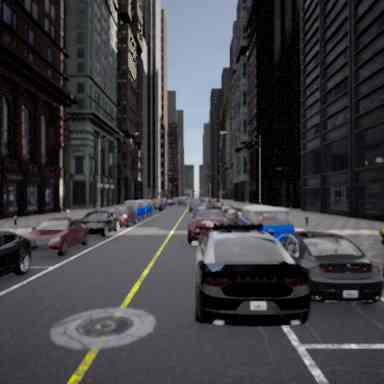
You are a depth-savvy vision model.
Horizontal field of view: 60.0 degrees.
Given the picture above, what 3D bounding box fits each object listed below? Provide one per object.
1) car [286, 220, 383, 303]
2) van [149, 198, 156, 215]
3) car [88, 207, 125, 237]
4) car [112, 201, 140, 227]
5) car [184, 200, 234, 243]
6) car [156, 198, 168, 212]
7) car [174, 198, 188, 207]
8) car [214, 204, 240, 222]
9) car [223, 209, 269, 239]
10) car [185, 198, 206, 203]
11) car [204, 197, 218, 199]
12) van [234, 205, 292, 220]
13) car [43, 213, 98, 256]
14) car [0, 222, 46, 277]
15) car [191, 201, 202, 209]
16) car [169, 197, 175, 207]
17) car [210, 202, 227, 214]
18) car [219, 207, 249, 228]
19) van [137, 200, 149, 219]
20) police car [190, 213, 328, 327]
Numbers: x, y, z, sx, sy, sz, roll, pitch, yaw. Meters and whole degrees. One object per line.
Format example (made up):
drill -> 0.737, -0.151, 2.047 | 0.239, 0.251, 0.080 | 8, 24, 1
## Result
car -> 2.882, 1.628, 8.176 | 2.008, 1.369, 4.403 | 0, -1, 1
van -> -5.297, 1.752, 36.446 | 1.690, 1.788, 3.998 | 0, -1, 1
car -> -5.503, 1.792, 19.536 | 1.947, 1.339, 4.313 | 0, -1, 1
car -> -5.435, 1.727, 25.173 | 1.967, 1.590, 4.097 | 0, -1, 1
car -> 0.910, 1.525, 17.393 | 2.097, 1.767, 4.553 | -1, 0, 3
car -> -5.158, 1.852, 47.717 | 2.192, 1.841, 5.009 | 0, -1, 1
car -> -2.112, 2.391, 70.387 | 1.895, 1.301, 4.718 | 0, -1, 1
car -> 3.160, 1.870, 30.719 | 2.008, 1.369, 4.403 | 0, -1, 1
car -> 3.021, 1.747, 19.448 | 2.008, 1.369, 4.403 | 0, -1, 1
car -> 0.588, 1.978, 44.865 | 2.128, 1.511, 4.902 | 0, -1, 1
car -> 3.436, 1.887, 53.263 | 2.192, 1.841, 5.009 | 0, -1, 1
van -> 2.951, 1.477, 13.814 | 1.690, 1.788, 3.998 | 0, -1, 1
car -> -5.573, 1.748, 13.900 | 1.802, 1.307, 4.206 | 0, -1, 1
car -> -5.642, 1.672, 8.264 | 1.947, 1.339, 4.313 | 0, -1, 1
car -> 0.741, 2.243, 58.517 | 1.895, 1.301, 4.718 | 0, -1, 1
car -> -4.879, 2.343, 70.258 | 1.887, 1.381, 4.507 | 0, -1, 1
car -> 3.298, 1.989, 41.989 | 1.887, 1.381, 4.507 | 0, -1, 1
car -> 3.090, 1.839, 25.083 | 1.802, 1.307, 4.206 | 0, -1, 1
van -> -5.366, 1.690, 30.810 | 1.690, 1.788, 3.998 | 0, -1, 1
police car -> 1.012, 1.501, 7.496 | 1.930, 1.638, 5.238 | 0, -1, 1
